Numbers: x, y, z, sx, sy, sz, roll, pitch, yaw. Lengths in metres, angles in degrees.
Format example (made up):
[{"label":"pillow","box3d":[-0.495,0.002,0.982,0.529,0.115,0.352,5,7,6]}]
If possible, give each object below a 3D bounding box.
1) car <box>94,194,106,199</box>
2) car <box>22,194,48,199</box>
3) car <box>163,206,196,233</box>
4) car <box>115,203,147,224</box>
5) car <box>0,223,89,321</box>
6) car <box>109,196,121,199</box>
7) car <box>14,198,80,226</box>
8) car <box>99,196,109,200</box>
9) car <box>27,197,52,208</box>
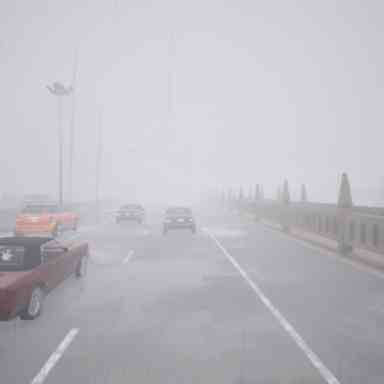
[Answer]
[{"label":"car","box3d":[-25.427,1.250,91.804,2.033,1.411,5.357,0,0,-3]},{"label":"car","box3d":[-19.524,1.297,41.290,2.150,2.045,5.566,0,0,-3]},{"label":"car","box3d":[-0.769,1.551,19.868,2.033,1.411,5.357,0,0,-3]},{"label":"car","box3d":[-4.538,1.565,25.280,2.033,1.411,5.357,0,0,-3]},{"label":"car","box3d":[-3.702,1.615,7.207,1.895,1.301,4.718,0,0,-2]},{"label":"car","box3d":[-17.794,1.586,79.110,1.812,1.442,4.674,0,0,-3]},{"label":"car","box3d":[-7.702,1.381,18.136,2.097,1.767,4.553,0,0,-3]},{"label":"car","box3d":[-21.419,1.628,81.577,1.994,1.385,4.181,0,0,-3]},{"label":"car","box3d":[-23.495,1.591,51.423,1.837,1.490,4.892,0,0,-2]}]
